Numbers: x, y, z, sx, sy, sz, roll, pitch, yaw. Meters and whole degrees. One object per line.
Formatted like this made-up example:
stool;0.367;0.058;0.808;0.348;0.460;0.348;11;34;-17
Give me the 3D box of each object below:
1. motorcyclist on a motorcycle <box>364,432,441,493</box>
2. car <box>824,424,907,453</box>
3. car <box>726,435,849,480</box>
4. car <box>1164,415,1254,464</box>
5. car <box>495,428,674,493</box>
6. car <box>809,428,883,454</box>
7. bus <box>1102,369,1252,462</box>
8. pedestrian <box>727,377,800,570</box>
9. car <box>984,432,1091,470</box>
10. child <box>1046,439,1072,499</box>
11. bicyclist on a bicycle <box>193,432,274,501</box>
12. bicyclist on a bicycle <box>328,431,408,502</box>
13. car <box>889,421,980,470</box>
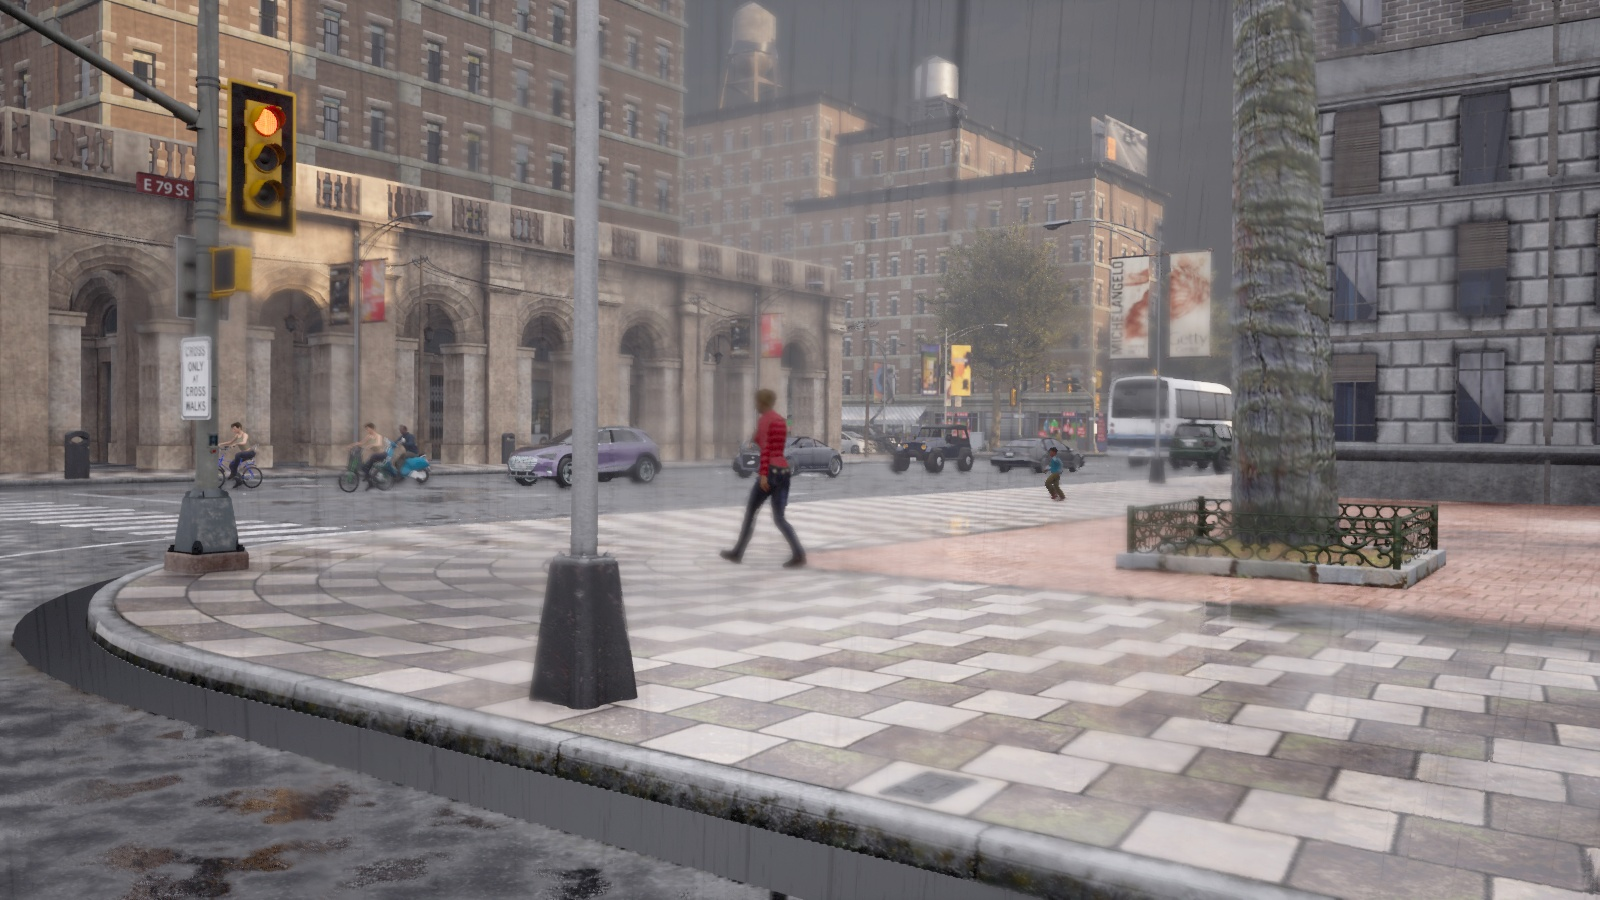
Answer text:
motorcyclist on a motorcycle;-10.788;0.316;34.153;0.866;1.590;1.817;0;1;37
car;4.615;-0.803;88.763;5.566;2.045;2.150;0;1;36
car;-0.363;0.221;42.291;1.994;1.385;4.181;0;1;37
car;18.195;-0.475;55.705;2.150;2.045;5.566;0;1;36
car;-5.890;0.238;34.889;2.033;1.649;4.856;0;1;36
car;3.130;-0.621;85.538;4.611;1.667;2.242;0;1;37
bus;19.013;-1.674;62.759;3.944;4.253;10.273;0;1;36
pedestrian;-0.359;0.223;12.305;0.636;1.846;0.331;0;1;36
car;9.479;0.015;49.693;2.033;1.411;5.357;0;1;36
child;5.221;0.375;25.342;0.448;1.192;0.343;0;1;22
bicyclist on a bicycle;-13.623;0.379;30.217;0.866;1.612;1.509;0;1;37
bicyclist on a bicycle;-10.068;0.359;29.278;0.866;1.612;1.509;0;1;37
car;5.406;-0.205;50.058;1.905;1.878;3.866;0;1;36
